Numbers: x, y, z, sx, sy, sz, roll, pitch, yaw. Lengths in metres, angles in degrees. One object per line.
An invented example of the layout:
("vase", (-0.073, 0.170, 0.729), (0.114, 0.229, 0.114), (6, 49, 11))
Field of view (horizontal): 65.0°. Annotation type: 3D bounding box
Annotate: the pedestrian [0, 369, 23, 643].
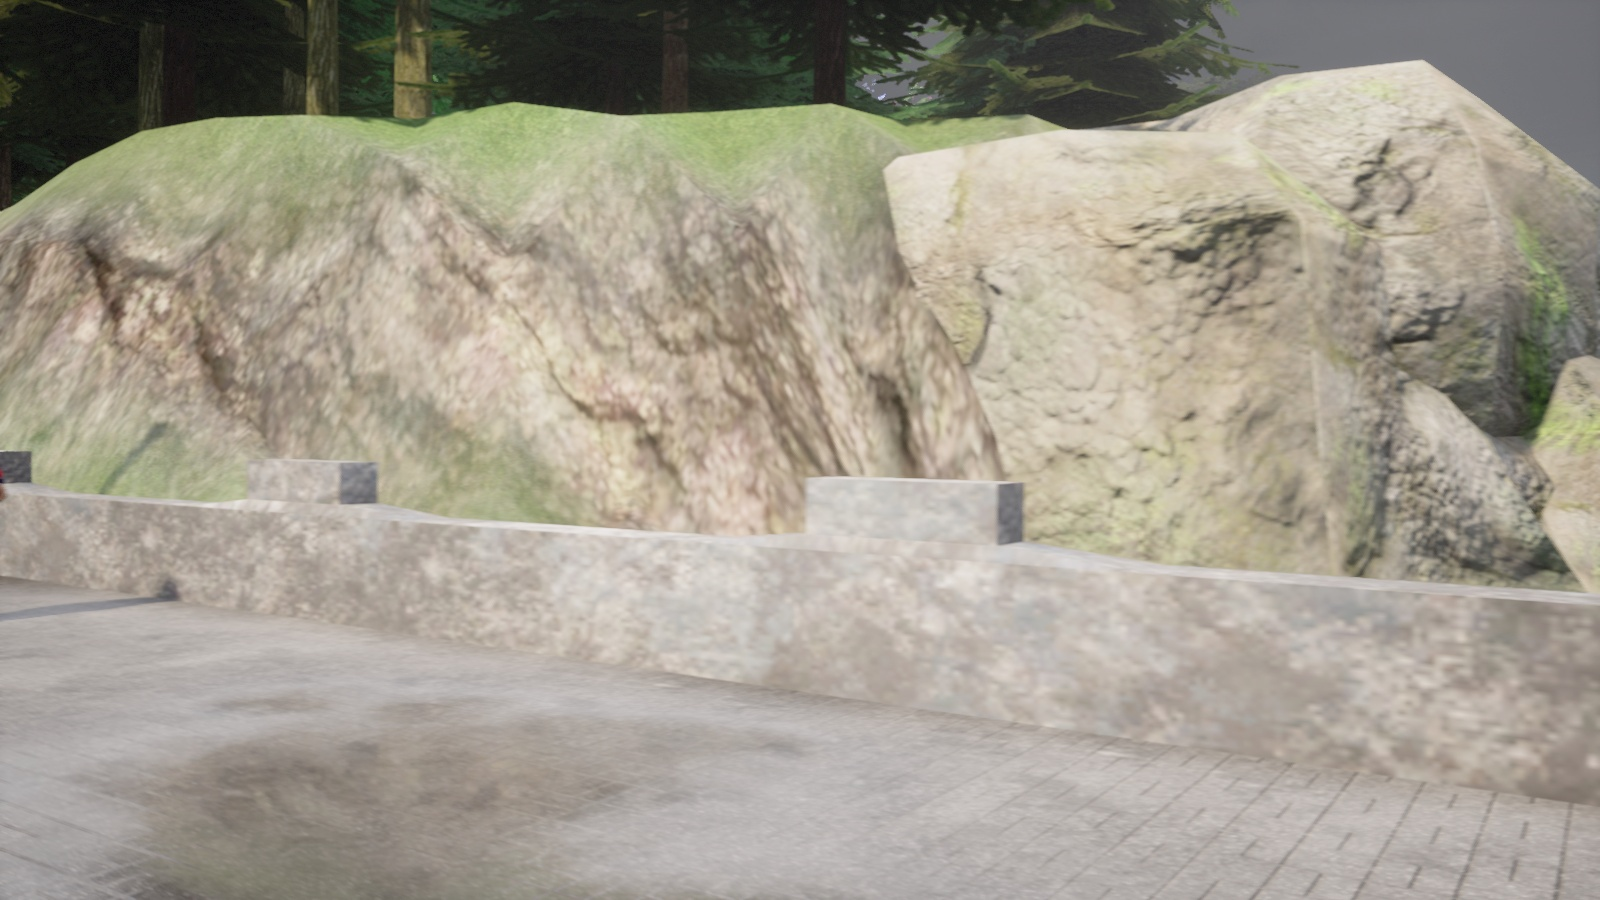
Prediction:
("pedestrian", (-5.860, 0.378, 8.549), (0.899, 1.844, 0.634), (0, 1, 35))
